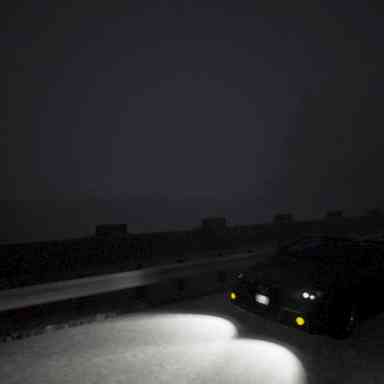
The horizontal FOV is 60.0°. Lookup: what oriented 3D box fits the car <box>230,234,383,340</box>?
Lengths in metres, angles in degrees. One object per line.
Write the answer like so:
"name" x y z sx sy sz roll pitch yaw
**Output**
"car" 2.769 1.566 6.579 4.181 1.385 1.994 0 0 -35
